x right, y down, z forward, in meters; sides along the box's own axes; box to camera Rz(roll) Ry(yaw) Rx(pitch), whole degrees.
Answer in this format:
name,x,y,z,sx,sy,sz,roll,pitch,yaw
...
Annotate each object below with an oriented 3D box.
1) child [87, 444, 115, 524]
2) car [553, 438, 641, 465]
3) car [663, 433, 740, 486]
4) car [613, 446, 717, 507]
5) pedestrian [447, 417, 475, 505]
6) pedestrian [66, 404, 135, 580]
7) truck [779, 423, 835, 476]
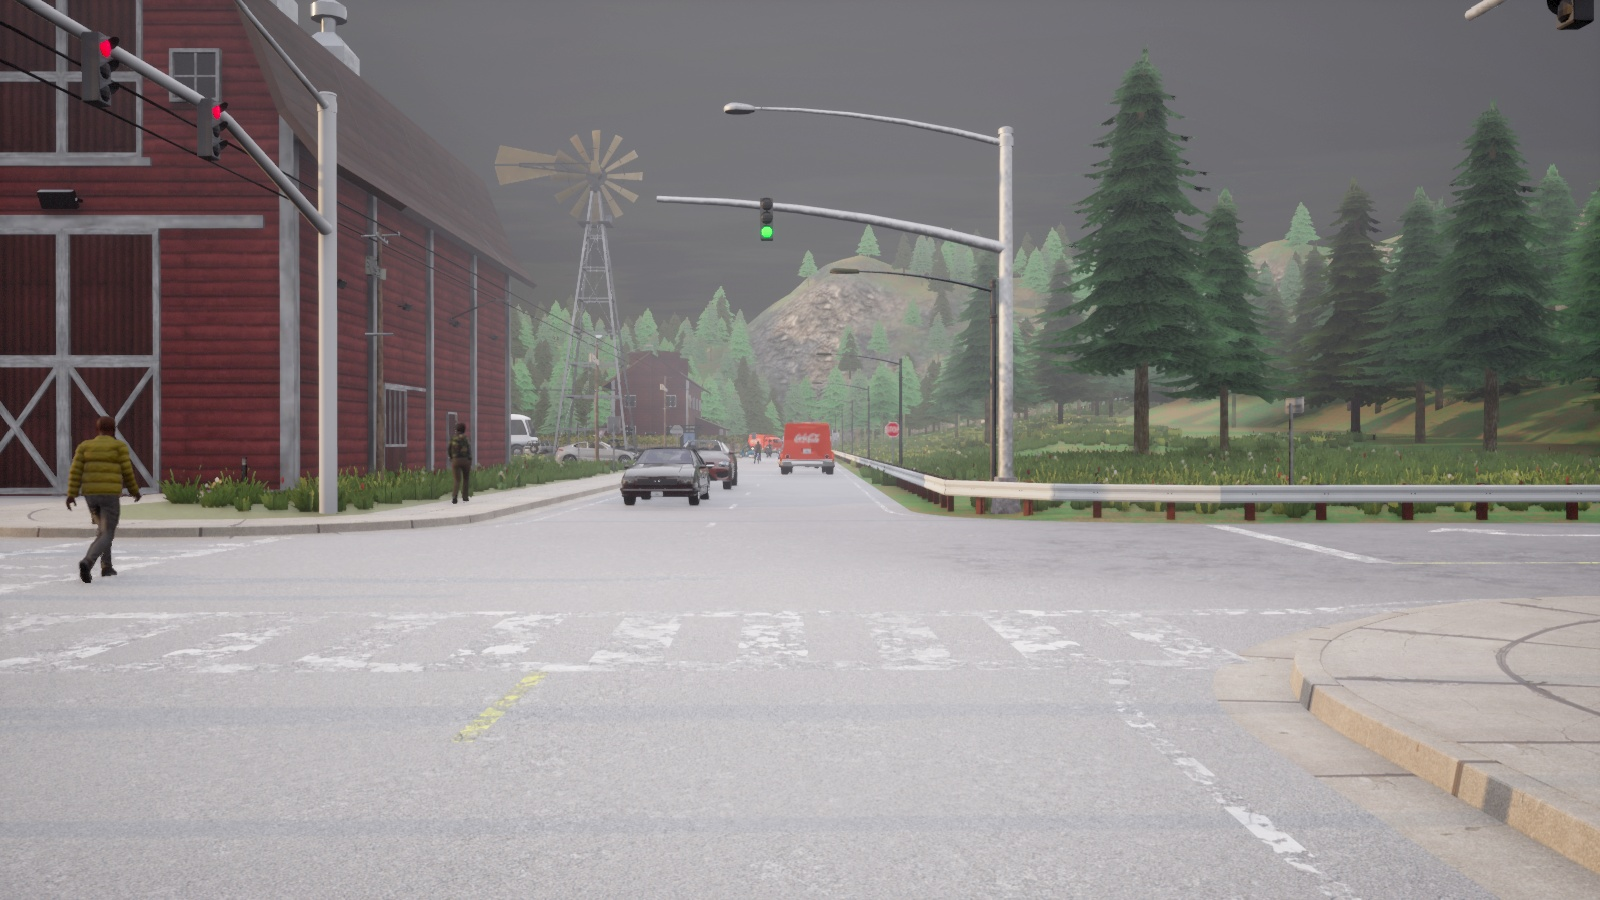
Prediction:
name,x,y,z,sx,sy,sz,roll,pitch,yaw
child,-11.198,0.538,20.118,0.437,1.263,0.270,0,0,43
car,-12.273,0.090,76.139,5.027,1.651,2.152,0,0,-1
car,-3.251,0.286,42.349,2.152,1.651,5.027,0,0,0
car,-3.308,0.613,31.869,2.033,1.411,5.357,0,0,0
pedestrian,-7.529,0.240,27.906,0.395,1.930,0.692,0,0,3
pedestrian,-7.497,0.441,13.480,0.370,1.835,0.726,0,0,-3
truck,0.353,-0.076,61.112,2.627,2.467,5.204,0,1,0
